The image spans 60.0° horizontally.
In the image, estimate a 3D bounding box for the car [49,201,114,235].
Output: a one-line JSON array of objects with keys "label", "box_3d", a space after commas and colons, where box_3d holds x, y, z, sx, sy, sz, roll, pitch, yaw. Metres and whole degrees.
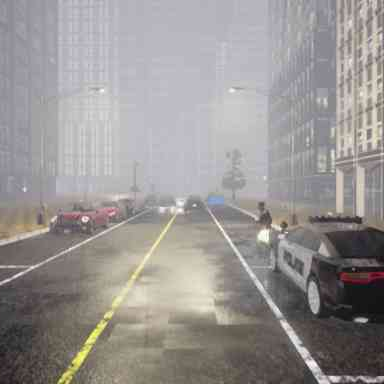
[{"label": "car", "box_3d": [-5.588, 1.216, 16.883, 1.967, 1.590, 4.097, 1, 1, 0]}]

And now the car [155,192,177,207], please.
[{"label": "car", "box_3d": [-2.874, 1.038, 39.487, 1.994, 1.385, 4.181, 0, 1, 0]}]

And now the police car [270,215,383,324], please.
[{"label": "police car", "box_3d": [3.039, 1.327, 7.276, 1.930, 1.638, 5.238, 0, 1, 0]}]

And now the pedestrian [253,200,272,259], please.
[{"label": "pedestrian", "box_3d": [2.184, 1.155, 10.297, 0.375, 1.860, 0.375, 1, 0, 0]}]

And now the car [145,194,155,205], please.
[{"label": "car", "box_3d": [-5.431, 0.965, 45.095, 1.947, 1.339, 4.313, 1, 1, 0]}]

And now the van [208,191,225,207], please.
[{"label": "van", "box_3d": [2.921, 0.815, 39.396, 1.690, 1.788, 3.998, 1, 1, 0]}]

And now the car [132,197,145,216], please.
[{"label": "car", "box_3d": [-5.526, 1.191, 28.168, 1.947, 1.339, 4.313, 1, 1, 0]}]

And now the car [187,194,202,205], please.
[{"label": "car", "box_3d": [0.325, 0.956, 45.453, 1.994, 1.385, 4.181, 0, 1, 1]}]

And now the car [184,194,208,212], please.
[{"label": "car", "box_3d": [0.257, 1.138, 31.899, 1.994, 1.385, 4.181, 0, 1, 1]}]

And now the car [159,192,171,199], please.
[{"label": "car", "box_3d": [-5.432, 0.645, 67.661, 2.008, 1.369, 4.403, 1, 1, 0]}]

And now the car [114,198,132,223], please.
[{"label": "car", "box_3d": [-5.558, 1.282, 22.526, 1.802, 1.307, 4.206, 1, 1, 0]}]

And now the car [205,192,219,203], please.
[{"label": "car", "box_3d": [2.983, 0.762, 50.679, 1.967, 1.590, 4.097, 1, 1, 0]}]
